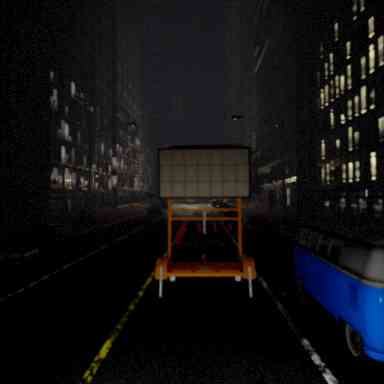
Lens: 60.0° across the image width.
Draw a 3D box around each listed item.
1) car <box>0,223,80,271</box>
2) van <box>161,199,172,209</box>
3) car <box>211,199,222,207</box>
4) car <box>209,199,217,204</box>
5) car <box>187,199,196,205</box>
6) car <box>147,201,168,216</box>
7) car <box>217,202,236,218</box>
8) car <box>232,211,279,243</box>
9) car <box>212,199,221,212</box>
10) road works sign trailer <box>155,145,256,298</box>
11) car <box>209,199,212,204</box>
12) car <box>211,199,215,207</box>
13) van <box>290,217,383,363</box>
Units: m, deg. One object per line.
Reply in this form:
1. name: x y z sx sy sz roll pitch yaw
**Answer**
1. car: -5.264 1.781 11.612 1.802 1.307 4.206 -1 -1 2
2. van: -3.981 2.026 51.439 1.690 1.788 3.998 -1 -1 2
3. car: 4.946 2.231 68.232 1.967 1.590 4.097 0 -1 2
4. car: 5.681 2.577 90.988 1.887 1.381 4.507 0 -1 2
5. car: -0.197 2.251 85.404 2.150 2.045 5.566 -1 -1 2
6. car: -4.347 2.103 40.058 2.008 1.369 4.403 -1 -1 2
7. car: 3.846 1.984 34.096 1.802 1.307 4.206 -1 -1 2
8. car: 3.296 1.771 17.029 1.802 1.307 4.206 -1 -1 2
9. car: 4.213 2.089 45.475 2.008 1.369 4.403 -1 -1 2
10. road works sign trailer: 0.327 0.575 8.769 2.380 3.560 2.880 -1 -1 2
11. car: 4.762 2.169 62.544 1.967 1.590 4.097 0 -1 2
12. car: 4.396 2.154 51.164 2.008 1.369 4.403 0 -1 2
13. van: 2.926 1.388 5.655 1.690 1.788 3.998 -1 -1 2
